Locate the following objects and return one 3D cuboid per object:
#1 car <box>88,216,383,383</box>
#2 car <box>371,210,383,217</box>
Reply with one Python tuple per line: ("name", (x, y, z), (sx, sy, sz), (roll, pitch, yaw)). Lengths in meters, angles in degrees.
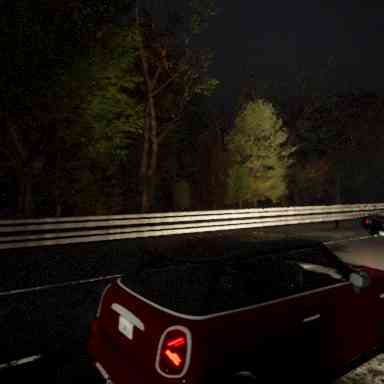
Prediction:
("car", (1.079, 1.346, 4.499), (4.553, 1.767, 2.097), (0, 0, -35))
("car", (9.617, 1.424, 14.735), (4.718, 1.301, 1.895), (0, 10, -35))
